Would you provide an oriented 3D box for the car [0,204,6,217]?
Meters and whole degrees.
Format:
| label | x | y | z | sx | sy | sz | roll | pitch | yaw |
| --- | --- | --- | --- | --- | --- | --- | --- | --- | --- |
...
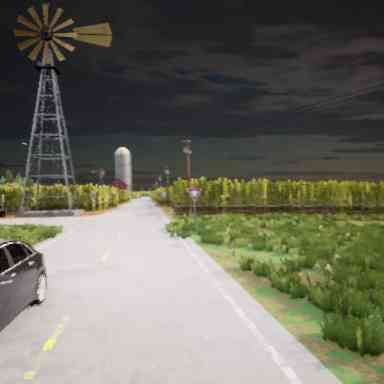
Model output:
| label | x | y | z | sx | sy | sz | roll | pitch | yaw |
| --- | --- | --- | --- | --- | --- | --- | --- | --- | --- |
| car | -22.657 | 1.990 | 38.116 | 1.905 | 1.878 | 3.866 | -1 | 0 | -39 |

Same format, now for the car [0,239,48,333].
| label | x | y | z | sx | sy | sz | roll | pitch | yaw |
| --- | --- | --- | --- | --- | --- | --- | --- | --- | --- |
| car | -3.872 | 1.635 | 5.520 | 1.837 | 1.490 | 4.892 | -2 | -1 | -8 |
